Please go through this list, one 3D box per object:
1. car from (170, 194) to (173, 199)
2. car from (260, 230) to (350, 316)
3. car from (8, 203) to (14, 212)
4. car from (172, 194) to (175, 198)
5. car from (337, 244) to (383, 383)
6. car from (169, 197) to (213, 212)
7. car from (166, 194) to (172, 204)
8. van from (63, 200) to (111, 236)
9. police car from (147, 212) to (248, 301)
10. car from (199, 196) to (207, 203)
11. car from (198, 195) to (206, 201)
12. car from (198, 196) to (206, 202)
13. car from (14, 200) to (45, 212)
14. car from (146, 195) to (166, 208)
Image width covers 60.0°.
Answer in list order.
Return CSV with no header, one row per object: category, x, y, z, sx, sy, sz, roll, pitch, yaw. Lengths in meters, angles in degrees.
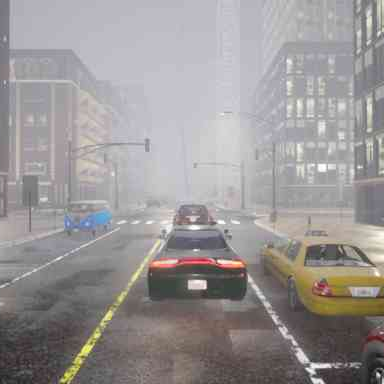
car,-5.760,1.757,73.446,1.802,1.307,4.206,0,0,0
car,2.699,1.529,7.523,1.752,1.417,4.829,1,0,0
car,-19.054,1.213,29.409,5.009,1.841,2.192,0,-1,0
car,-5.766,1.642,79.110,1.967,1.590,4.097,0,0,0
car,2.704,1.441,1.829,1.967,1.590,4.097,1,0,0
car,0.066,1.368,18.559,2.097,1.767,4.553,0,0,0
car,-5.754,1.716,67.784,1.947,1.339,4.313,0,0,0
van,-5.678,1.357,18.391,1.690,1.788,3.998,1,0,0
police car,0.093,1.509,8.449,2.038,1.542,4.974,0,0,0
car,2.614,1.729,79.288,1.752,1.417,4.829,0,0,0
car,2.603,1.700,90.445,1.967,1.590,4.097,0,0,0
car,2.608,1.797,84.781,1.947,1.339,4.313,0,0,0
car,-19.093,1.536,37.786,4.507,1.381,1.887,0,-1,0
car,-5.734,1.405,50.797,2.192,1.841,5.009,0,0,0
